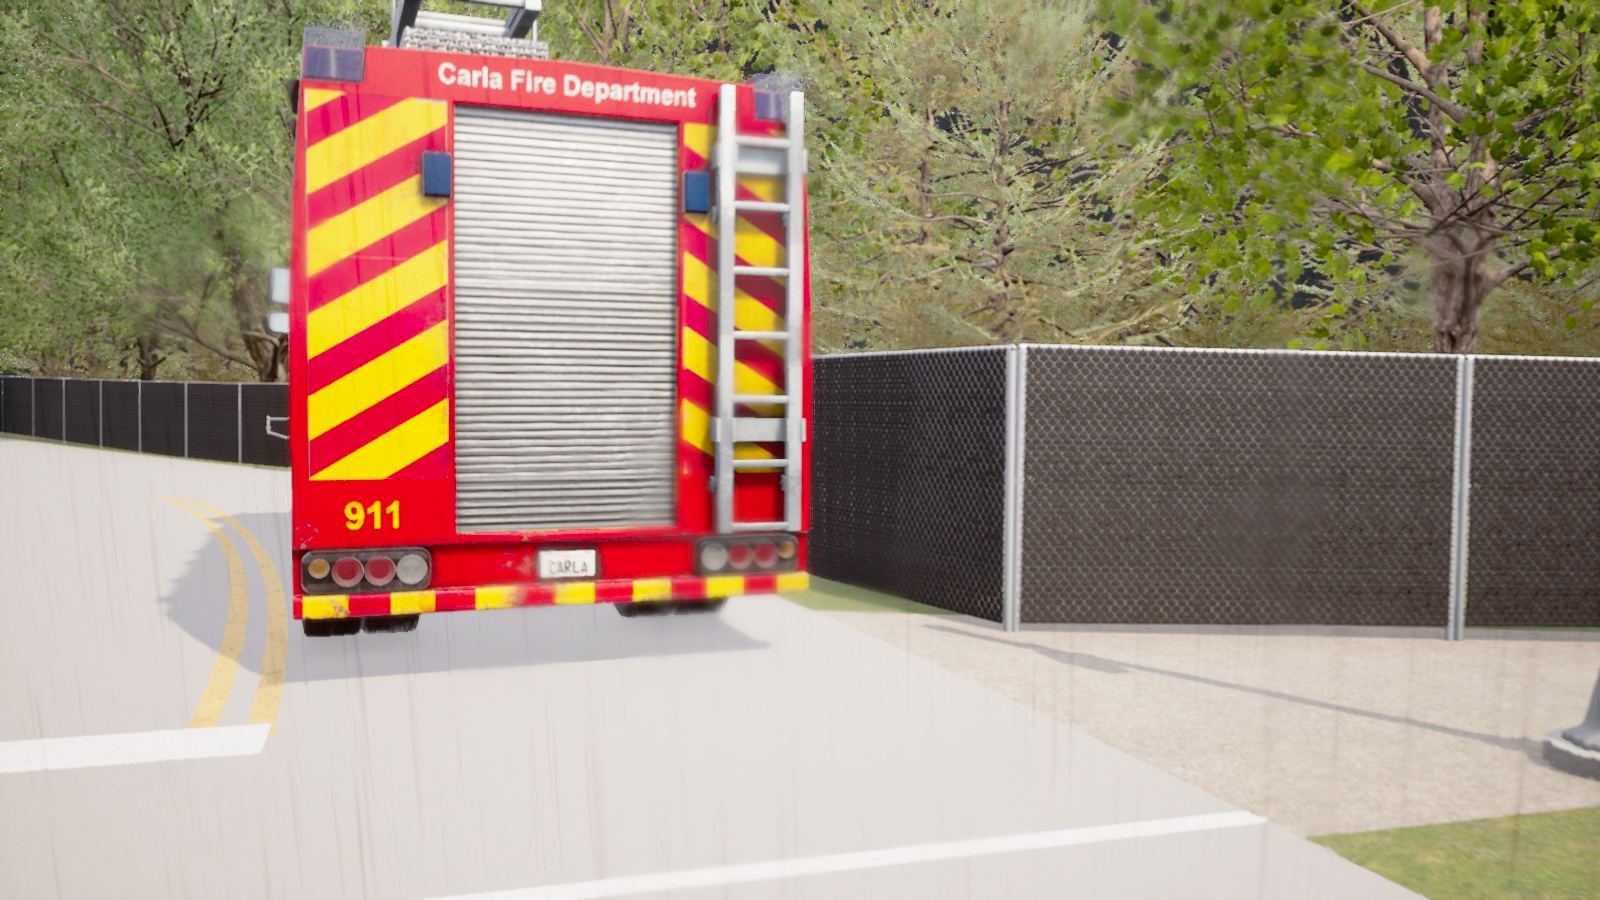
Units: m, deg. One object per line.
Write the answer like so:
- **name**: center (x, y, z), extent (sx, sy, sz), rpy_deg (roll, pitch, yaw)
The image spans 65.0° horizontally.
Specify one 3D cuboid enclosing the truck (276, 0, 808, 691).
- **truck**: center (-2.868, -0.850, 10.877), extent (2.891, 3.827, 8.468), rpy_deg (0, 3, -22)
